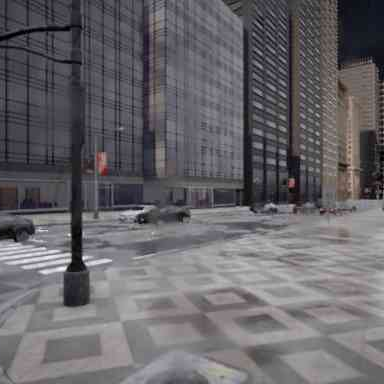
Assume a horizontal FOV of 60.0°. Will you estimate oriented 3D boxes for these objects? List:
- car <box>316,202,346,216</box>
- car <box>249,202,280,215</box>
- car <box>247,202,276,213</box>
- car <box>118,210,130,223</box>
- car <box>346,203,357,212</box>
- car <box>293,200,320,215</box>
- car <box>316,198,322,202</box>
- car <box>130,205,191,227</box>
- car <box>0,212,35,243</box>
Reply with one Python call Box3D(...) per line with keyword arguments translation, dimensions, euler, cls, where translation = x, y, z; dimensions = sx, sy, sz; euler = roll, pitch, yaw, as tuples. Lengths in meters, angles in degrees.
Box3D(translation=(17.358, 2.192, 41.403), dimensions=(1.895, 1.301, 4.718), euler=(0, -1, 36), cls="car")
Box3D(translation=(9.349, 2.082, 41.621), dimensions=(1.812, 1.442, 4.674), euler=(0, -1, 36), cls="car")
Box3D(translation=(10.192, 2.196, 48.283), dimensions=(2.033, 1.411, 5.357), euler=(0, -1, 36), cls="car")
Box3D(translation=(-4.166, 1.845, 28.457), dimensions=(1.812, 1.442, 4.674), euler=(0, -1, 36), cls="car")
Box3D(translation=(23.219, 2.275, 49.620), dimensions=(2.033, 1.411, 5.357), euler=(0, -1, 36), cls="car")
Box3D(translation=(14.701, 2.108, 43.276), dimensions=(1.837, 1.490, 4.892), euler=(0, -1, 36), cls="car")
Box3D(translation=(20.600, 1.962, 51.547), dimensions=(2.150, 2.045, 5.566), euler=(0, -1, 36), cls="car")
Box3D(translation=(-2.086, 1.771, 25.787), dimensions=(1.882, 1.535, 5.008), euler=(0, -1, 36), cls="car")
Box3D(translation=(-9.301, 1.629, 14.778), dimensions=(1.812, 1.442, 4.674), euler=(0, -1, 26), cls="car")
